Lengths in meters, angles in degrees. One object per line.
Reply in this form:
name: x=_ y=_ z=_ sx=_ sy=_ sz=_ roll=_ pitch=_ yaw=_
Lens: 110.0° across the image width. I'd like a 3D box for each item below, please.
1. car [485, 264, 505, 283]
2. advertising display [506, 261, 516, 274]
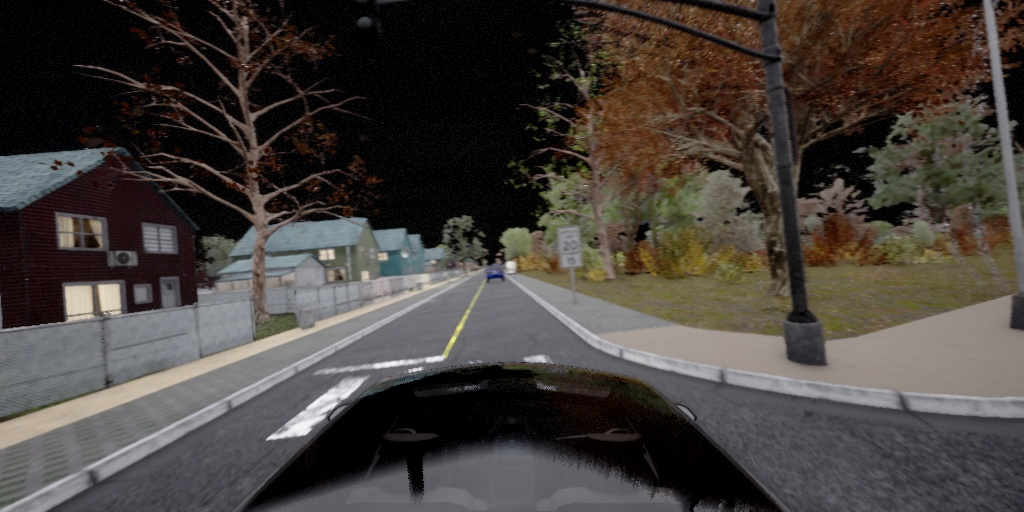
car: x=-2.014 y=2.040 z=42.910 sx=2.150 sy=2.045 sz=5.566 roll=-6 pitch=-1 yaw=-2
advertising display: x=0.003 y=2.090 z=62.841 sx=1.540 sy=2.440 sz=0.280 roll=0 pitch=0 yaw=-3
